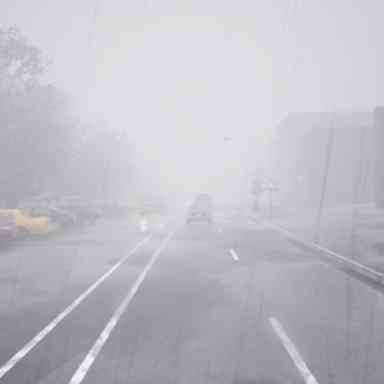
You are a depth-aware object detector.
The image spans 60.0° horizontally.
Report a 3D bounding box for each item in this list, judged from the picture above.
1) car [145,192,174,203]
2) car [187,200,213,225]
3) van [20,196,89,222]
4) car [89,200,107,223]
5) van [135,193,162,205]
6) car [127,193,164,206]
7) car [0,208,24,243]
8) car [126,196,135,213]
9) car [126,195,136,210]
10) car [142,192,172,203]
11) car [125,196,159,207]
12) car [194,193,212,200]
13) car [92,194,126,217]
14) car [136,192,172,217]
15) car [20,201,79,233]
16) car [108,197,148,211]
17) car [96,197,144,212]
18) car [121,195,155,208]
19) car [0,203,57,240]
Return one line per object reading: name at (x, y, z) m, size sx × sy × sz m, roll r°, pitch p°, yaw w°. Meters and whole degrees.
car at (-6.793, 1.055, 69.072) m, size 5.566 × 2.045 × 2.435 m, roll -1°, pitch 1°, yaw -17°
car at (0.571, 1.572, 24.646) m, size 2.033 × 1.411 × 5.357 m, roll 0°, pitch 0°, yaw 2°
van at (-9.216, 1.291, 21.668) m, size 4.442 × 1.987 × 1.878 m, roll -1°, pitch 0°, yaw -18°
car at (-9.005, 1.554, 24.681) m, size 4.674 × 1.452 × 2.002 m, roll -1°, pitch 0°, yaw -18°
van at (-7.505, 1.169, 57.225) m, size 4.442 × 1.987 × 1.878 m, roll -1°, pitch 1°, yaw -17°
car at (-7.583, 1.162, 54.299) m, size 5.566 × 2.045 × 2.435 m, roll -1°, pitch 1°, yaw -17°
car at (-9.321, 1.548, 12.799) m, size 4.674 × 1.452 × 2.002 m, roll -1°, pitch 0°, yaw -19°
car at (-8.642, 1.503, 33.587) m, size 4.892 × 1.521 × 2.231 m, roll -1°, pitch 0°, yaw -17°
car at (-8.314, 1.489, 36.612) m, size 5.366 × 1.575 × 1.946 m, roll -1°, pitch 0°, yaw -17°
car at (-6.901, 1.077, 66.146) m, size 5.566 × 2.045 × 2.435 m, roll -1°, pitch 0°, yaw -17°
car at (-7.715, 1.430, 51.359) m, size 5.008 × 1.535 × 2.097 m, roll -1°, pitch 0°, yaw -17°
car at (1.415, 1.199, 42.975) m, size 2.150 × 2.045 × 5.566 m, roll 0°, pitch 0°, yaw 3°
car at (-8.742, 1.382, 30.625) m, size 4.553 × 1.767 × 2.185 m, roll -1°, pitch 0°, yaw -18°
car at (-3.497, 1.238, 31.755) m, size 2.150 × 2.045 × 5.566 m, roll 0°, pitch 0°, yaw 3°
car at (-9.185, 1.514, 18.738) m, size 5.008 × 1.535 × 2.097 m, roll -1°, pitch 0°, yaw -19°
car at (-8.204, 1.504, 42.470) m, size 4.792 × 1.488 × 2.163 m, roll -1°, pitch 0°, yaw -17°
car at (-8.514, 1.485, 39.467) m, size 5.366 × 1.575 × 1.946 m, roll -1°, pitch 0°, yaw -17°
car at (-7.895, 1.321, 48.389) m, size 4.553 × 1.767 × 2.185 m, roll -1°, pitch 0°, yaw -17°
car at (-9.444, 1.512, 15.710) m, size 5.366 × 1.575 × 1.946 m, roll -1°, pitch 0°, yaw -19°
